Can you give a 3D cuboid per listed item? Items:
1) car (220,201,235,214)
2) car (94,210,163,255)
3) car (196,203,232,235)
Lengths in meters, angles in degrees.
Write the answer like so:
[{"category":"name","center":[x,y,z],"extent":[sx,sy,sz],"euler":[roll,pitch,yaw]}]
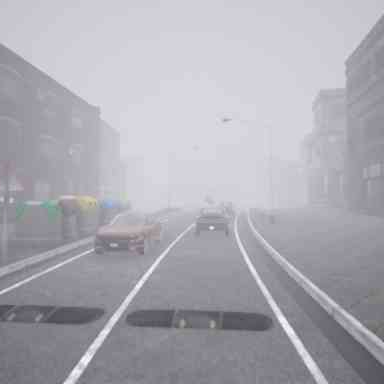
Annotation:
[{"category":"car","center":[3.827,1.783,37.908],"extent":[2.033,1.411,5.357],"euler":[0,-1,9]},{"category":"car","center":[-2.461,1.557,13.844],"extent":[1.882,1.535,5.008],"euler":[0,0,5]},{"category":"car","center":[1.279,1.620,19.758],"extent":[1.837,1.490,4.892],"euler":[0,0,6]}]
